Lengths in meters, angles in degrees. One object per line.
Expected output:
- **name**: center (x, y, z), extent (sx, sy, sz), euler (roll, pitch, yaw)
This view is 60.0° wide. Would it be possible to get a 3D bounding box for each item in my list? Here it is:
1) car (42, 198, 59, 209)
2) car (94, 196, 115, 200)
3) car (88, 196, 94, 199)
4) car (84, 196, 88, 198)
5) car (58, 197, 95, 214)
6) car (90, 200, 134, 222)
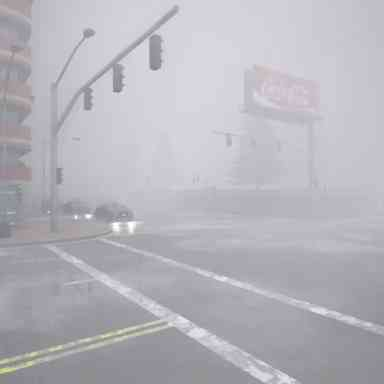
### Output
- **car**: center (-18.000, 1.477, 42.912), extent (1.882, 1.535, 5.008), euler (0, 0, -36)
- **car**: center (-14.515, 1.505, 56.380), extent (1.837, 1.490, 4.892), euler (0, 0, -36)
- **car**: center (-20.000, 1.477, 64.013), extent (1.882, 1.535, 5.008), euler (0, 0, -36)
- **car**: center (-20.584, 1.563, 58.829), extent (1.994, 1.385, 4.181), euler (0, 0, -36)
- **car**: center (-12.115, 1.564, 34.702), extent (1.994, 1.385, 4.181), euler (0, 0, -36)
- **car**: center (-6.309, 1.564, 26.628), extent (1.994, 1.385, 4.181), euler (0, 0, -36)
